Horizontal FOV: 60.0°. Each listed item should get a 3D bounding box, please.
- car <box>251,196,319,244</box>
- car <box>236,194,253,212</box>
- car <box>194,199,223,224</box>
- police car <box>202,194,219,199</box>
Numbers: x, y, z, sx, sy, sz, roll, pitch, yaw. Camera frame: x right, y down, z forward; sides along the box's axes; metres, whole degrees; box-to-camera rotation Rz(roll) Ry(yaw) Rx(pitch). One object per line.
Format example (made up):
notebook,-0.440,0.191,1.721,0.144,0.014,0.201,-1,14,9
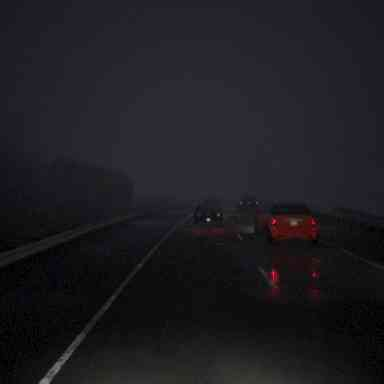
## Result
car,4.153,1.238,15.262,2.097,1.767,4.553,0,0,3
car,5.662,1.094,34.224,2.097,1.767,4.553,0,0,4
car,1.206,1.425,23.006,1.895,1.301,4.718,0,0,5
police car,2.348,1.111,41.194,1.930,1.638,5.238,0,0,0
